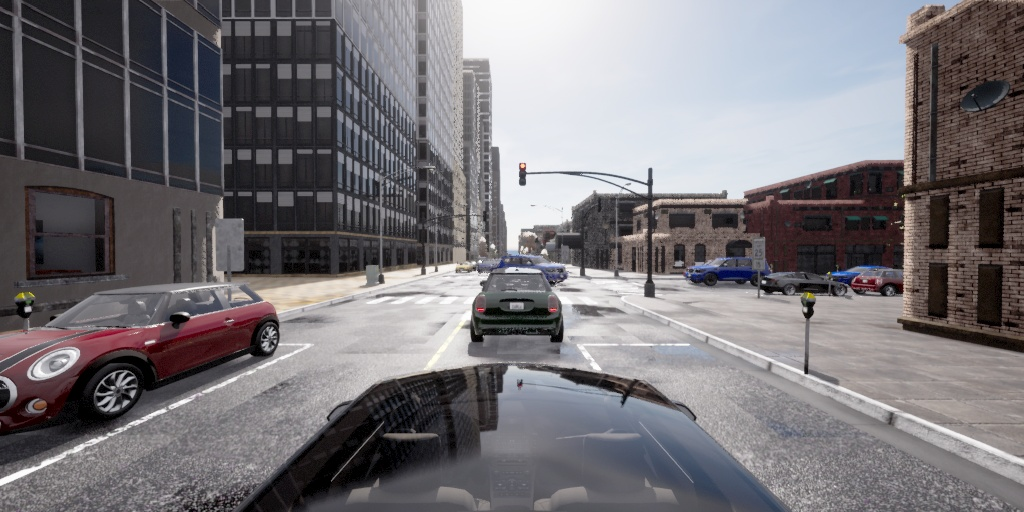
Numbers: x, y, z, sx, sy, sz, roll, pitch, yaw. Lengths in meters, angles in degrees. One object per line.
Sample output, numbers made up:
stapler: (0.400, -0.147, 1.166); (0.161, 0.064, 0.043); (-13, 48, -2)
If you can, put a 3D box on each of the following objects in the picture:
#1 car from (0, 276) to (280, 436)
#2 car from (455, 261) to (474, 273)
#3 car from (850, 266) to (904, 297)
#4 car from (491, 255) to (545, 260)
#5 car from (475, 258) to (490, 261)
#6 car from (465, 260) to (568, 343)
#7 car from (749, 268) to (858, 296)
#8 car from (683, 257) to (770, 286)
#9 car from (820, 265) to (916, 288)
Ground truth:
car: (-5.686, 1.189, 5.572); (1.967, 1.591, 4.097); (0, 0, 0)
car: (-5.769, 1.265, 43.349); (1.751, 1.417, 4.829); (0, 0, 0)
car: (21.985, 1.474, 20.336); (4.097, 1.591, 1.967); (0, 0, 1)
car: (1.324, 0.964, 25.872); (5.566, 2.045, 2.150); (0, 1, 44)
car: (-3.039, 1.265, 43.200); (1.812, 1.442, 4.674); (0, 0, 0)
car: (0.146, 1.100, 9.871); (2.097, 1.767, 4.553); (0, 0, 1)
car: (16.438, 1.547, 20.415); (4.313, 1.339, 1.948); (0, 0, 1)
car: (15.765, 1.105, 26.203); (5.566, 2.045, 2.150); (1, 1, 1)
car: (25.733, 1.456, 26.063); (5.008, 1.535, 1.882); (1, 1, 1)
